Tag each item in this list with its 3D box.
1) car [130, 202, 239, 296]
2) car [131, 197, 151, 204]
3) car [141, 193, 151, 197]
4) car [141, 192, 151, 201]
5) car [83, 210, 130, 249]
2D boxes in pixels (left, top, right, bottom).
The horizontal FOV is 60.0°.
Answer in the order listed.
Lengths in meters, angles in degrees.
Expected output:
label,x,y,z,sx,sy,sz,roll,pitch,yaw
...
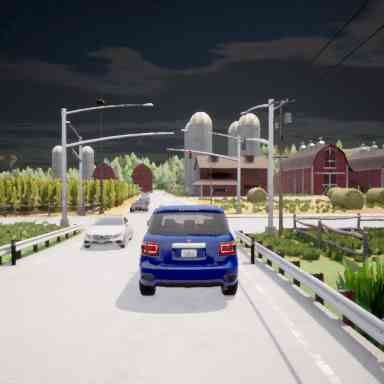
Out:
label,x,y,z,sx,sy,sz,roll,pitch,yaw
car,-0.109,1.369,9.145,2.150,2.045,5.566,0,-2,-1
car,-5.984,1.647,38.456,1.994,1.385,4.181,0,1,-3
car,-7.859,1.347,55.334,1.812,1.442,4.674,0,1,-7
car,-9.655,0.938,69.974,2.097,1.767,4.553,0,1,-7
car,-4.048,1.891,16.744,1.812,1.442,4.674,0,-1,-3
